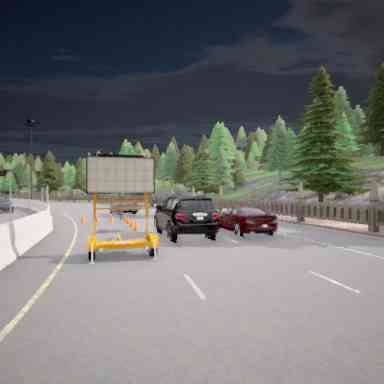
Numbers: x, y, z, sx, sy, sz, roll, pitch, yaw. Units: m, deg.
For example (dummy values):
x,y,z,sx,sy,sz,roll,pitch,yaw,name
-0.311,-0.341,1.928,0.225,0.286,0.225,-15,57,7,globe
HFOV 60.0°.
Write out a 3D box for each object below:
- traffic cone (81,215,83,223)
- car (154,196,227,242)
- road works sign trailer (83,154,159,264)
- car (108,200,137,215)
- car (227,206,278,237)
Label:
x,y,z,sx,sy,sz,roll,pitch,yaw,name
-7.859,1.953,23.957,0.340,0.580,0.340,0,0,-17,traffic cone
-0.427,1.220,16.773,2.150,2.045,5.566,0,0,-17,car
-2.563,0.463,11.988,2.380,3.560,2.880,0,0,-17,road works sign trailer
-7.062,1.544,33.650,2.033,1.411,5.357,0,0,-27,car
2.761,1.476,18.200,1.882,1.535,5.008,0,0,-16,car
